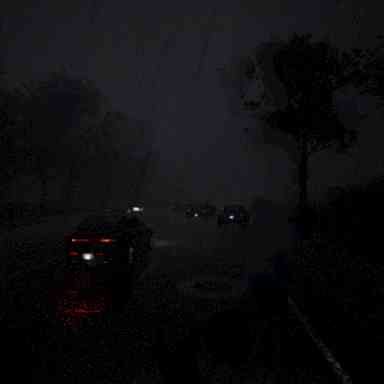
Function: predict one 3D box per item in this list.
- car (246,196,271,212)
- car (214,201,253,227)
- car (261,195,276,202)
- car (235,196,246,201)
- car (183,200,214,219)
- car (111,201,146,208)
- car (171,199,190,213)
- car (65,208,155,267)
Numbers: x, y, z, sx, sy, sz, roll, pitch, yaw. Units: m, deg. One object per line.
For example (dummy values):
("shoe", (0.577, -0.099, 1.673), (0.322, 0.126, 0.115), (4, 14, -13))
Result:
("car", (8.444, 1.416, 40.817), (2.097, 1.767, 4.553), (0, 0, 21))
("car", (2.983, 1.592, 23.384), (1.994, 1.385, 4.181), (0, 0, 12))
("car", (16.954, 1.388, 73.639), (1.895, 1.301, 4.718), (0, 0, 30))
("car", (10.515, 1.521, 69.367), (1.882, 1.535, 5.008), (0, 0, 29))
("car", (0.959, 1.624, 29.831), (1.895, 1.301, 4.718), (0, 0, 15))
("car", (-6.029, 1.539, 31.653), (2.033, 1.411, 5.357), (0, 0, 16))
("car", (-0.740, 1.542, 36.767), (1.812, 1.442, 4.674), (0, 0, 19))
("car", (-2.590, 1.505, 11.470), (1.837, 1.490, 4.892), (0, 0, 6))
